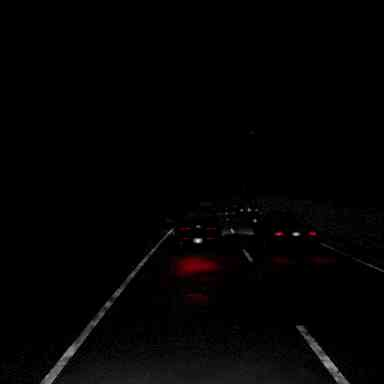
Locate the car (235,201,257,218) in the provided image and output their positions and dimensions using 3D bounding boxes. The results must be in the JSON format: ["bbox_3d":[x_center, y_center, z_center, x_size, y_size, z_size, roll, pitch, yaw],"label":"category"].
[{"bbox_3d":[4.787,1.503,29.098,2.033,1.411,5.357,0,0,5],"label":"car"}]

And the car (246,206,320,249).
[{"bbox_3d":[3.819,1.551,14.364,2.033,1.411,5.357,0,0,3],"label":"car"}]

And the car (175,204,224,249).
[{"bbox_3d":[0.322,1.514,14.517,1.837,1.490,4.892,0,0,3],"label":"car"}]

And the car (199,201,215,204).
[{"bbox_3d":[1.300,1.482,29.404,1.812,1.442,4.674,0,0,5],"label":"car"}]
